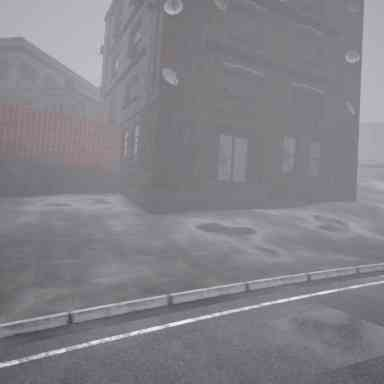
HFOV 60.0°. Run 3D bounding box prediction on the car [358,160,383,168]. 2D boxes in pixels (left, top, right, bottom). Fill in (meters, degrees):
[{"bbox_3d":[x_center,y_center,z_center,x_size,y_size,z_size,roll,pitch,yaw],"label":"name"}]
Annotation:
[{"bbox_3d":[22.557,-3.264,42.062,4.553,1.767,2.185,2,-3,16],"label":"car"}]
